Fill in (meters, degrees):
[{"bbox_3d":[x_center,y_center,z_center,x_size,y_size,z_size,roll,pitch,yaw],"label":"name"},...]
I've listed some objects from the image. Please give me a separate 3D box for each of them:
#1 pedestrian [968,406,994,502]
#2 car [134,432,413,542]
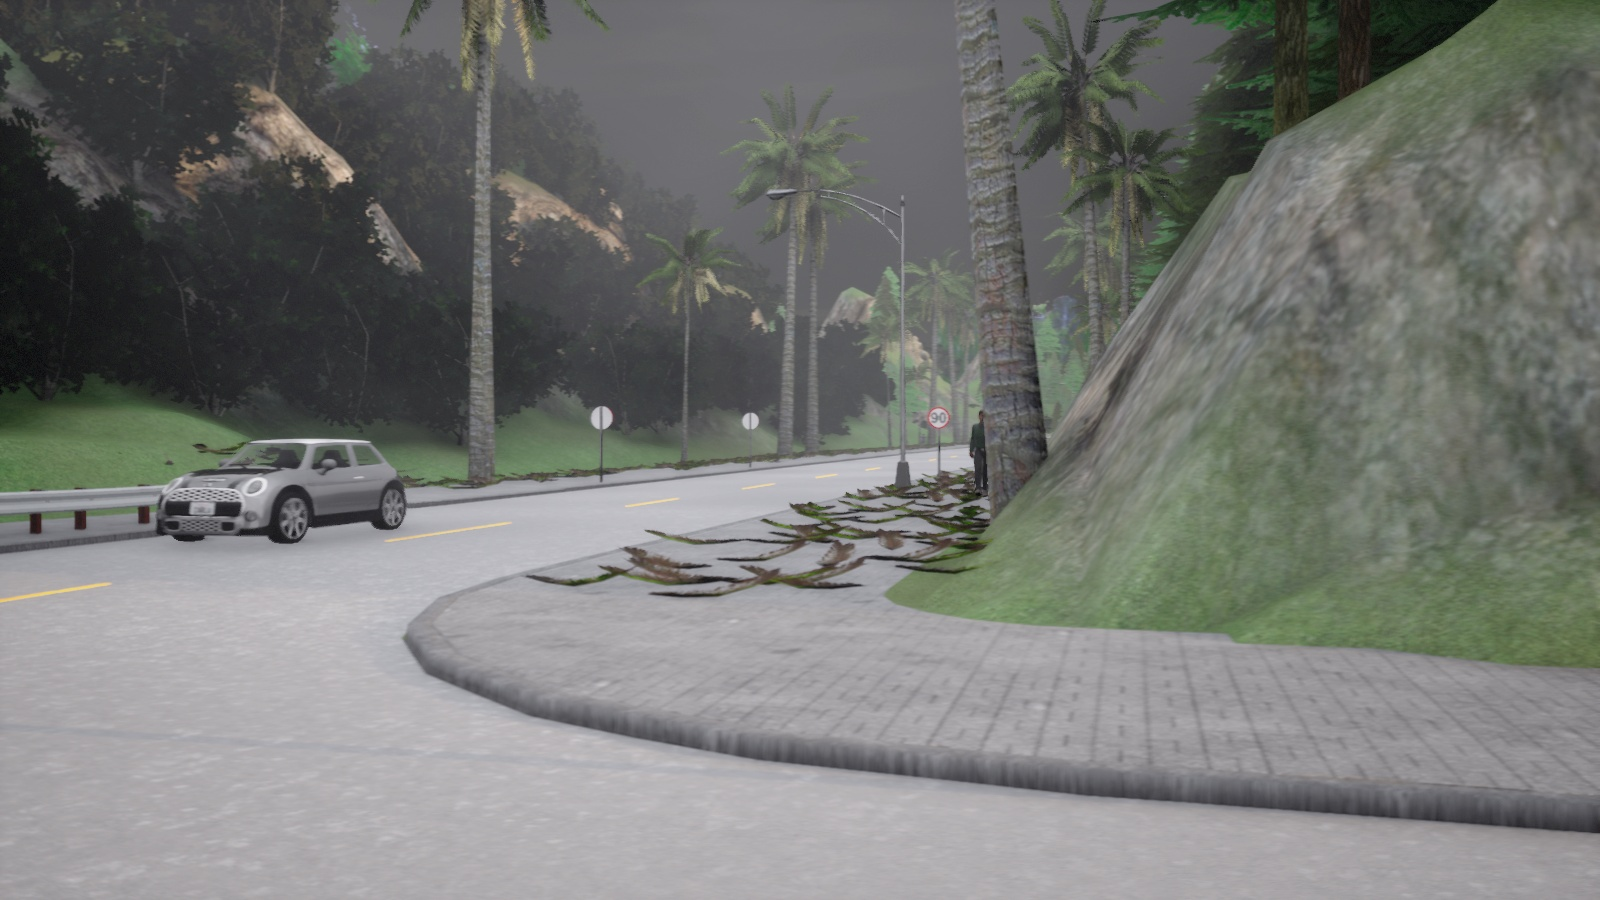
[{"bbox_3d":[3.728,0.070,25.806,0.423,1.949,0.788,0,1,15],"label":"pedestrian"},{"bbox_3d":[-7.764,0.470,18.942,1.970,1.475,3.806,0,1,15],"label":"car"}]
